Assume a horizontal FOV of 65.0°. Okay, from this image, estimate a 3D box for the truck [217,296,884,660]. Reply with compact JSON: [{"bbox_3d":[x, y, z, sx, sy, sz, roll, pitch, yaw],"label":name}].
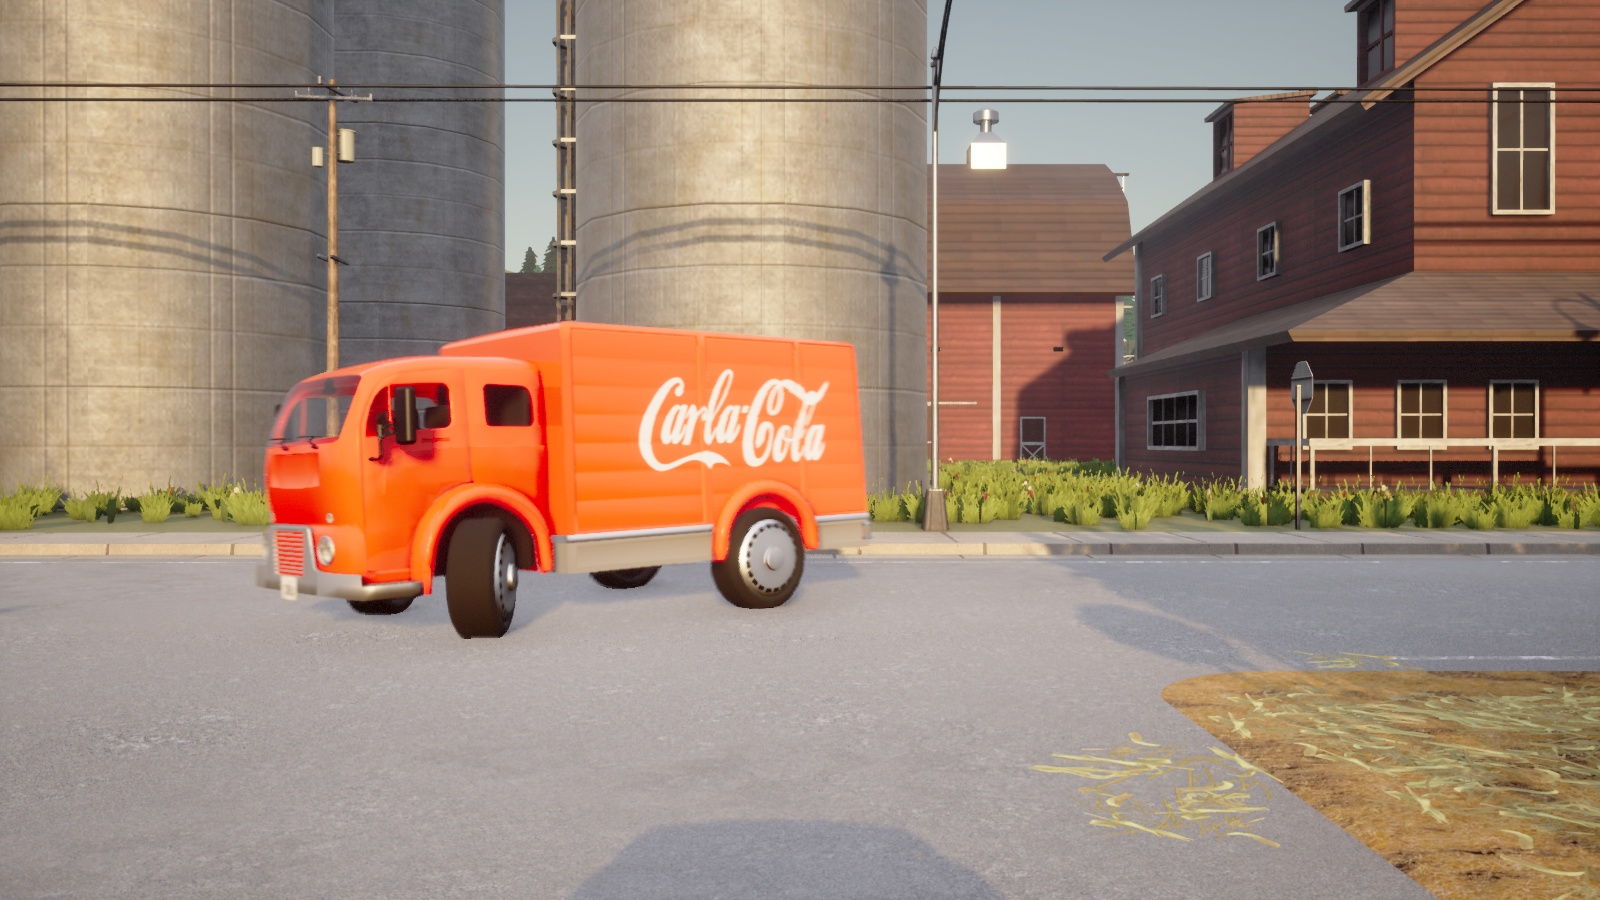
[{"bbox_3d":[-2.011,0.186,11.252,5.204,2.467,2.627,-1,-1,-44],"label":"truck"}]
